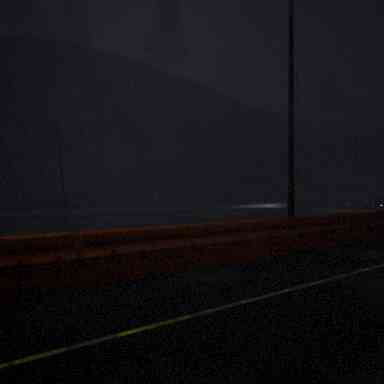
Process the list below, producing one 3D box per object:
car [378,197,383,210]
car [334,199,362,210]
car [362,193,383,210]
[{"bbox_3d":[22.767,1.455,35.559,5.357,1.411,2.033,0,0,-28],"label":"car"},{"bbox_3d":[20.164,1.498,42.063,4.718,1.301,1.895,0,0,-28],"label":"car"},{"bbox_3d":[23.431,1.121,39.812,5.566,2.045,2.150,0,0,-27],"label":"car"}]
